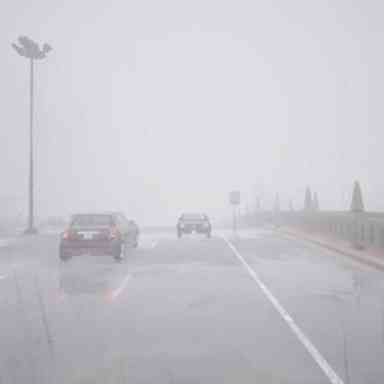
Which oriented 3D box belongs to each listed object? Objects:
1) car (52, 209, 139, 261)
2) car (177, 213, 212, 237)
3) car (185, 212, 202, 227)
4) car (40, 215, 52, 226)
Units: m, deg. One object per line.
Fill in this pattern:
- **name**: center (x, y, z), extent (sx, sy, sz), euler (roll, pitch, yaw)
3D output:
- **car**: center (-3.395, 1.497, 13.002), extent (2.097, 1.767, 4.553), euler (0, -1, 0)
- **car**: center (0.109, 1.904, 19.799), extent (1.895, 1.301, 4.718), euler (0, -2, 0)
- **car**: center (0.116, 3.158, 37.569), extent (1.812, 1.442, 4.674), euler (0, -7, 0)
- **car**: center (-17.504, 3.712, 42.339), extent (2.128, 1.511, 4.902), euler (0, -8, 0)
